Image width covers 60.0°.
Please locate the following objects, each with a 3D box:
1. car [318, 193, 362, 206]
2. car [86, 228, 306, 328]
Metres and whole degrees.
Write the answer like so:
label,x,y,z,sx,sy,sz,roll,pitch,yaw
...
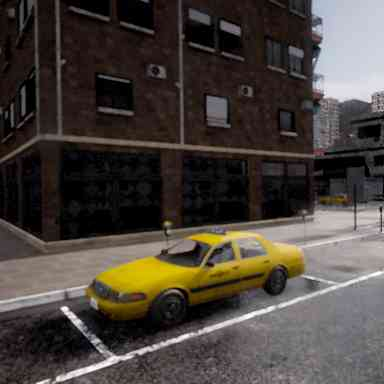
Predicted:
label,x,y,z,sx,sy,sz,roll,pitch,yaw
car,16.869,0.855,38.141,1.752,1.417,4.829,-1,1,-36
car,0.354,1.455,6.841,4.829,1.417,1.752,-1,1,-36
